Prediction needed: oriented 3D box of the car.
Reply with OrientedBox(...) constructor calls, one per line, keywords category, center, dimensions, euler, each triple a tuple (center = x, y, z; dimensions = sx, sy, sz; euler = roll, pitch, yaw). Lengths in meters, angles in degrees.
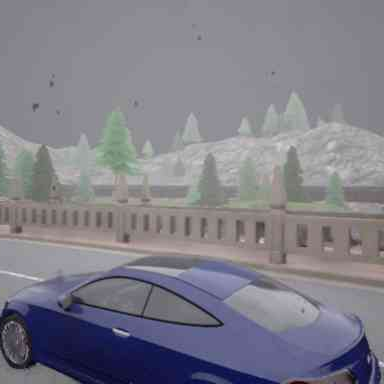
OrientedBox(category="car", center=(-0.414, 1.501, 4.016), dimensions=(4.674, 1.442, 1.812), euler=(0, 0, 34))
